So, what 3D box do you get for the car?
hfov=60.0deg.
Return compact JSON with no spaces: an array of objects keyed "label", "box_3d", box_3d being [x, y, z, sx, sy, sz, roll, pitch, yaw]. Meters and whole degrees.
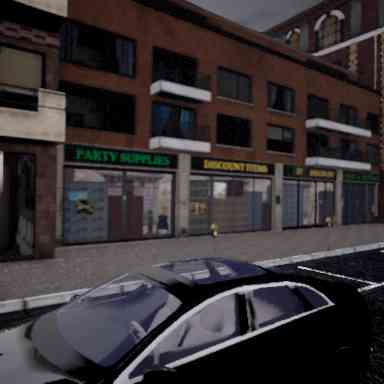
[{"label":"car","box_3d":[-0.129,1.513,3.285,4.902,1.511,2.128,1,-1,-35]}]
